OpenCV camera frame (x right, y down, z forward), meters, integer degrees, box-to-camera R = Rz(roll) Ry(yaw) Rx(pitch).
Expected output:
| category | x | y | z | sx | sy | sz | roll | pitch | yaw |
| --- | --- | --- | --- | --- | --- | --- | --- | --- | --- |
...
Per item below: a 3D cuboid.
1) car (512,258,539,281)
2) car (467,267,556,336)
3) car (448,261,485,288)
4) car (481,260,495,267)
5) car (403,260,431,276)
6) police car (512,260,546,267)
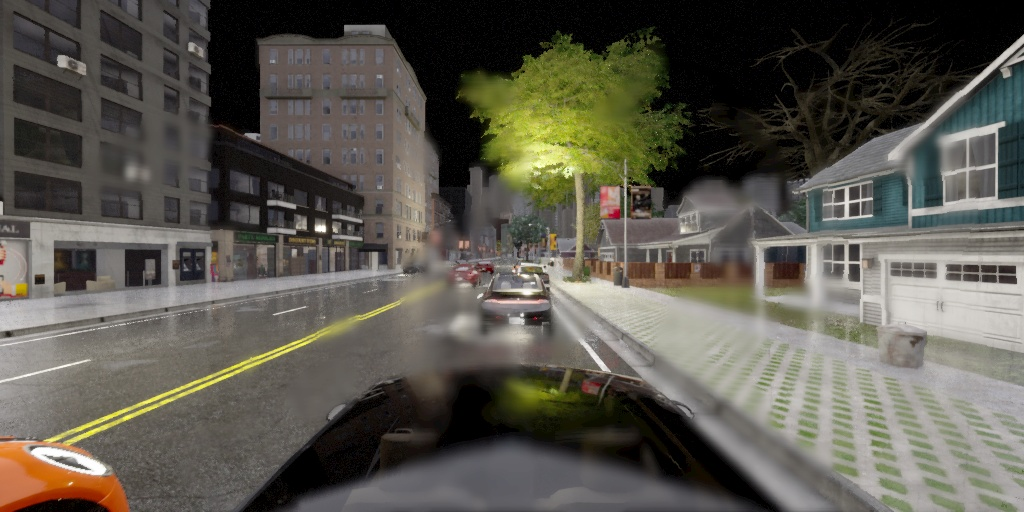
| category | x | y | z | sx | sy | sz | roll | pitch | yaw |
| --- | --- | --- | --- | --- | --- | --- | --- | --- | --- |
| car | 1.093 | 1.081 | 30.478 | 2.097 | 1.767 | 4.553 | 0 | 0 | 0 |
| car | 0.134 | 1.239 | 10.369 | 2.128 | 1.511 | 4.902 | 0 | 0 | 0 |
| car | -3.061 | 1.263 | 23.731 | 1.812 | 1.442 | 4.674 | 0 | 0 | 0 |
| car | -2.991 | 1.199 | 40.286 | 1.882 | 1.535 | 5.008 | 0 | 0 | 0 |
| car | -9.705 | 1.201 | 36.989 | 1.882 | 1.535 | 5.008 | 0 | 0 | 0 |
| police car | 1.052 | 1.165 | 20.618 | 1.930 | 1.638 | 5.238 | 0 | 0 | 0 |
